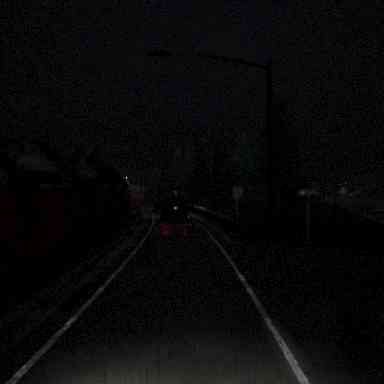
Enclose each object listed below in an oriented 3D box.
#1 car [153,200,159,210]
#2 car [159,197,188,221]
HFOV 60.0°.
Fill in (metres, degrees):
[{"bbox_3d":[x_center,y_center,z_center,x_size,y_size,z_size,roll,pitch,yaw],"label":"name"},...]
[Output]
[{"bbox_3d":[-4.550,1.922,48.752,1.994,1.385,4.181,0,0,-11],"label":"car"},{"bbox_3d":[-1.620,1.439,29.799,2.150,2.045,5.566,0,0,-6],"label":"car"}]
